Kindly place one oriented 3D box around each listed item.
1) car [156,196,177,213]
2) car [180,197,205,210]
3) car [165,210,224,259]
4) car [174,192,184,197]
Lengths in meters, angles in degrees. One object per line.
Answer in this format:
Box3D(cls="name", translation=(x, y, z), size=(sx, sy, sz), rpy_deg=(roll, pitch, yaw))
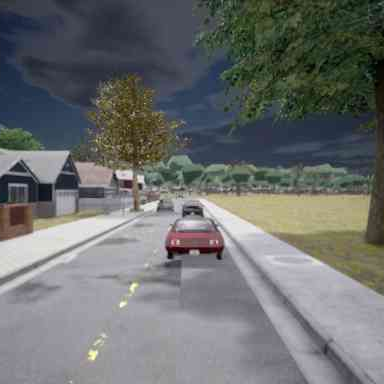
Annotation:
Box3D(cls="car", translation=(-2.914, 1.496, 37.263), size=(1.837, 1.490, 4.892), rpy_deg=(0, 0, 0))
Box3D(cls="car", translation=(0.052, 1.496, 29.512), size=(1.837, 1.490, 4.892), rpy_deg=(0, 0, 0))
Box3D(cls="car", translation=(0.090, 1.595, 12.589), size=(1.895, 1.301, 4.718), rpy_deg=(0, 0, 0))
Box3D(cls="car", translation=(-2.974, 0.905, 78.460), size=(2.150, 2.045, 5.566), rpy_deg=(0, 0, 0))
